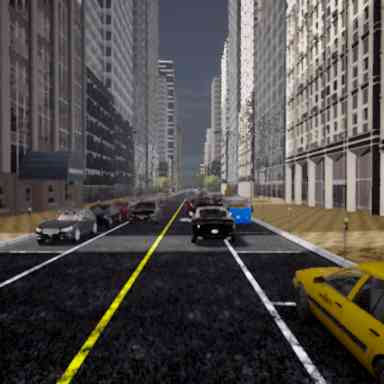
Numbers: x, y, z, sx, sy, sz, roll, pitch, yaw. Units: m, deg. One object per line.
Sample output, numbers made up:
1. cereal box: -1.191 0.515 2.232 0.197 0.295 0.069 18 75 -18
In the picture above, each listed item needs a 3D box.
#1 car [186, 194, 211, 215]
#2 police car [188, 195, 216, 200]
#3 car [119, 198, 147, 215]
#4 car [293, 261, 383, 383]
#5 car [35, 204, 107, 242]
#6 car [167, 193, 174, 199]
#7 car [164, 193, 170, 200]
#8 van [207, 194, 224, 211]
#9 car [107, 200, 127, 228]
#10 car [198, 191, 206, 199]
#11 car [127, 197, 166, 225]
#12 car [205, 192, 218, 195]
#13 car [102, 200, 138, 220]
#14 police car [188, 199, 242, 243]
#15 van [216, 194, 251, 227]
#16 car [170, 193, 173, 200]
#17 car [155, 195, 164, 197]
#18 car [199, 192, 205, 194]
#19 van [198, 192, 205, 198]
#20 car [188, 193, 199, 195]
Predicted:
1. car: 0.635 1.292 31.697 1.882 1.535 5.008 0 0 6
2. police car: 0.893 1.275 25.709 1.930 1.638 5.238 0 0 0
3. car: -5.707 1.360 32.618 2.008 1.369 4.403 -1 0 0
4. car: 2.682 1.499 4.372 1.752 1.417 4.829 -1 0 0
5. car: -5.702 1.460 15.567 2.008 1.369 4.403 -1 0 0
6. car: -5.721 1.001 89.283 1.752 1.417 4.829 -1 0 0
7. car: -5.714 1.194 61.035 2.008 1.369 4.403 -1 0 0
8. van: 2.671 1.117 38.302 1.690 1.788 3.998 -1 0 0
9. car: -5.703 1.442 21.251 1.947 1.339 4.313 -1 0 0
10. car: 2.657 0.790 89.455 2.192 1.841 5.009 -1 0 0
11. car: -3.105 1.370 23.075 1.837 1.490 4.892 0 0 0
12. car: 2.672 1.124 32.619 2.192 1.841 5.009 -1 0 0
13. car: -5.705 1.387 26.934 1.887 1.381 4.507 -1 0 0
14. police car: 0.896 1.333 15.708 1.930 1.638 5.238 0 0 0
15. van: 2.675 1.216 21.252 1.690 1.788 3.998 -1 0 0
16. car: -5.717 1.158 72.402 1.802 1.307 4.206 -1 0 0
17. car: -5.711 1.261 49.669 2.008 1.369 4.403 -1 0 0
18. car: 2.667 1.193 61.037 2.008 1.369 4.403 -1 0 0
19. van: 2.656 0.782 95.138 1.690 1.788 3.998 -1 0 0
20. car: -0.013 1.299 51.665 1.895 1.301 4.718 0 0 0
